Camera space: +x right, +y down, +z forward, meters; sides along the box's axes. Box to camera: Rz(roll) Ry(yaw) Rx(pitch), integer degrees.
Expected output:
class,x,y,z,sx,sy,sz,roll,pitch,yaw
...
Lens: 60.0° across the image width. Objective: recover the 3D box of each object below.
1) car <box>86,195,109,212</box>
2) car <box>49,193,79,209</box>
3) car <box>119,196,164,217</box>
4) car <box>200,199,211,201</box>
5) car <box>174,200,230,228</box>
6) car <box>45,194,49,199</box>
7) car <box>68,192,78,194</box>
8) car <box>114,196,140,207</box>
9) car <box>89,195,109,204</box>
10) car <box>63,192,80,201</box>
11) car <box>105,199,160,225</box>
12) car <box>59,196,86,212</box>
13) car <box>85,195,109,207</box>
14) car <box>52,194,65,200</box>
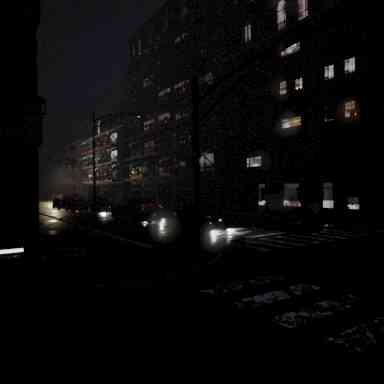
class,x,y,z,sx,sy,sz,roll,pitch,yaw
car,-9.906,1.425,36.971,1.994,1.385,4.181,-1,1,-35
car,-15.862,1.313,41.049,1.967,1.590,4.097,-1,1,-35
car,-4.310,1.257,28.825,2.097,1.767,4.553,-1,1,-35
car,0.788,1.359,31.821,1.887,1.381,4.507,-1,1,-35
car,0.585,1.508,21.720,1.994,1.385,4.181,-1,1,-34
car,-34.832,1.075,83.389,1.752,1.417,4.829,-1,1,-35
car,-19.808,1.209,56.810,2.128,1.511,4.902,-1,1,-35
car,-9.058,1.266,45.942,1.752,1.417,4.829,-1,1,-35
car,-15.501,1.217,55.303,1.752,1.417,4.829,-1,1,-35
car,-25.072,0.935,69.204,2.192,1.841,5.009,-1,1,-35
car,-4.406,1.509,24.178,1.887,1.381,4.507,-1,1,-35
car,-12.640,1.448,36.368,2.008,1.369,4.403,-1,1,-35
car,-13.854,1.267,48.248,1.837,1.490,4.892,-1,1,-34
car,-31.514,1.124,78.568,2.008,1.369,4.403,-1,1,-35
